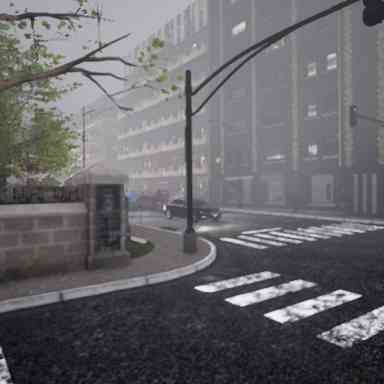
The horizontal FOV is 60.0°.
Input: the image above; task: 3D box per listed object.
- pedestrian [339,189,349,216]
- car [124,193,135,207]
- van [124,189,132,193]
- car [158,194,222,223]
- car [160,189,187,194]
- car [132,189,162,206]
[{"bbox_3d":[10.233,0.719,22.519,0.375,1.860,0.375,0,0,-36],"label":"pedestrian"},{"bbox_3d":[-7.713,0.979,32.220,1.895,1.301,4.718,-1,2,-36],"label":"car"},{"bbox_3d":[-7.582,0.501,41.847,1.690,1.788,3.998,0,1,-36],"label":"van"},{"bbox_3d":[-0.041,1.111,21.765,1.837,1.490,4.892,-1,2,-36],"label":"car"},{"bbox_3d":[-1.048,0.794,32.944,1.967,1.590,4.097,0,1,-36],"label":"car"},{"bbox_3d":[-4.315,0.572,37.394,2.192,1.841,5.009,0,1,-36],"label":"car"}]
